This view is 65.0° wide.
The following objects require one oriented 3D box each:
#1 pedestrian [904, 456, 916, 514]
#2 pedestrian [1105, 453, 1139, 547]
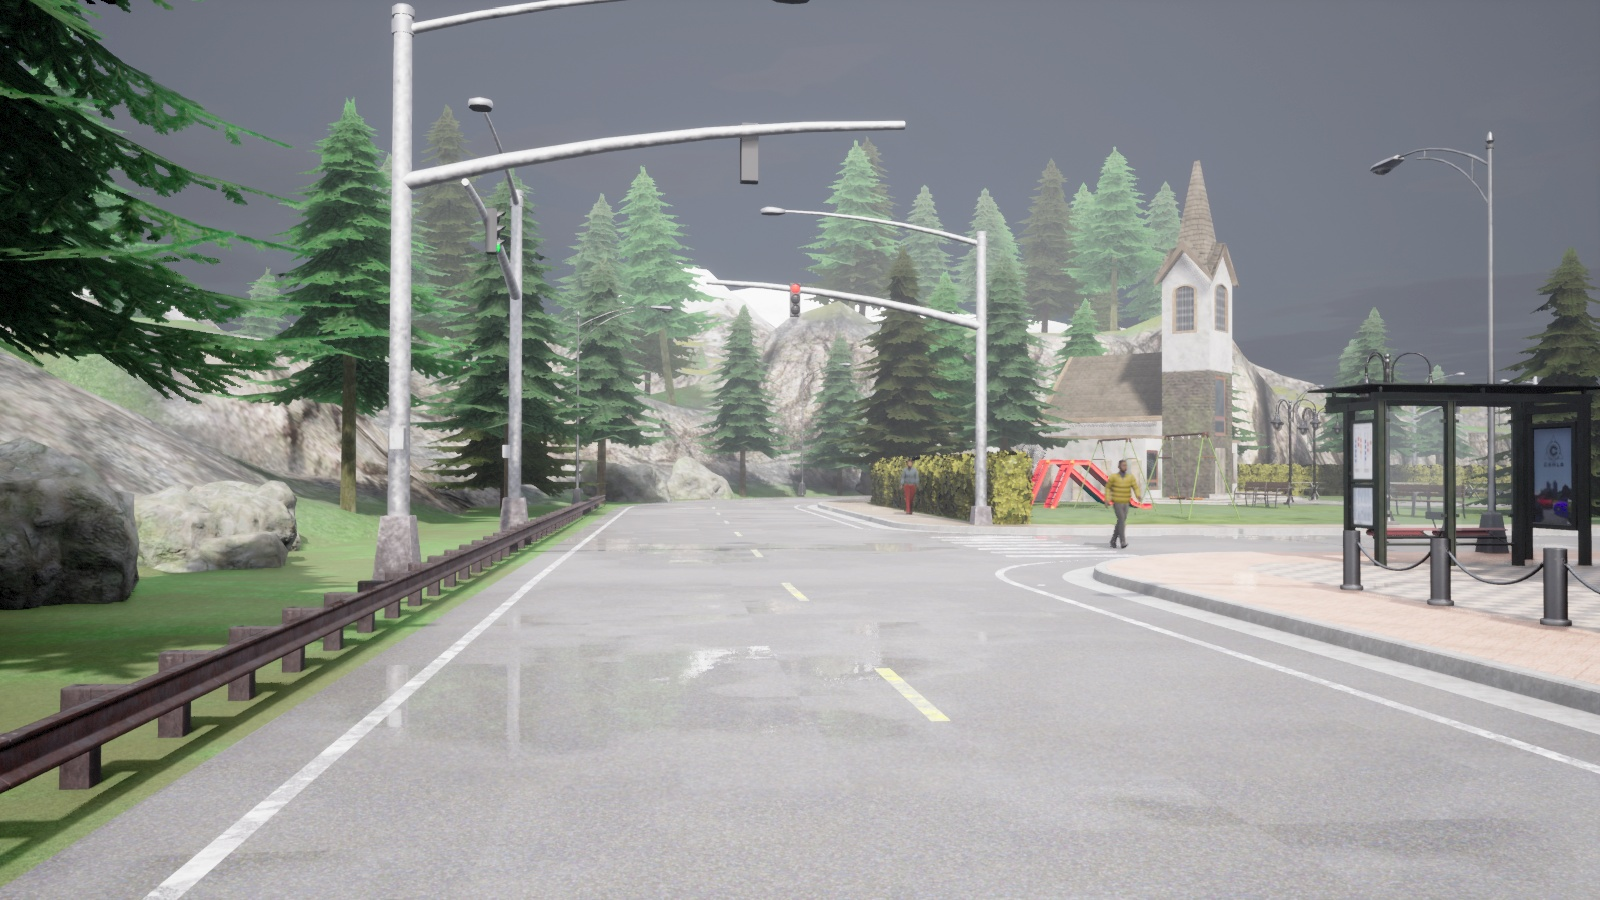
[{"bbox_3d":[3.499,1.122,40.111,0.353,1.847,0.614,0,-1,7],"label":"pedestrian"},{"bbox_3d":[6.444,0.995,25.133,0.431,1.840,0.709,0,-1,-6],"label":"pedestrian"}]
